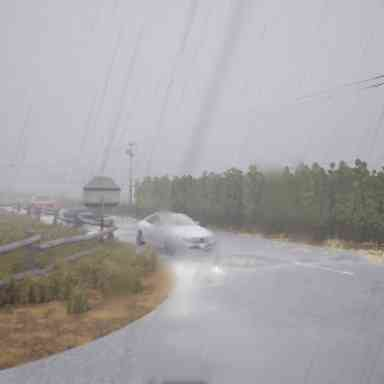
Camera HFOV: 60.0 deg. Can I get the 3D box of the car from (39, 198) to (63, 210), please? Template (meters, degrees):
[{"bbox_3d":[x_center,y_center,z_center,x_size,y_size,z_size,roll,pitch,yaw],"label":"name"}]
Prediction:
[{"bbox_3d":[-19.744,1.582,46.467,2.128,1.511,4.902,1,0,-36],"label":"car"}]

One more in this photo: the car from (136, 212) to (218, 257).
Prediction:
[{"bbox_3d":[-0.801,1.589,13.551,1.812,1.442,4.674,1,0,-30],"label":"car"}]

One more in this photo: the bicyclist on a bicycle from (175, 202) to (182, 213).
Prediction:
[{"bbox_3d":[-0.812,1.579,25.486,1.656,1.620,0.582,0,0,-35],"label":"bicyclist on a bicycle"}]

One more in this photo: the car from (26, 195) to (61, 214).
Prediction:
[{"bbox_3d":[-15.291,1.285,34.425,2.150,2.045,5.566,1,0,-35],"label":"car"}]

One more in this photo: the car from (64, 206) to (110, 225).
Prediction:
[{"bbox_3d":[-7.436,1.665,23.331,1.895,1.301,4.718,1,0,-35],"label":"car"}]

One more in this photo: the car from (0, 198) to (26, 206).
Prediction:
[{"bbox_3d":[-27.956,1.625,52.370,4.181,1.385,1.994,0,0,7],"label":"car"}]
